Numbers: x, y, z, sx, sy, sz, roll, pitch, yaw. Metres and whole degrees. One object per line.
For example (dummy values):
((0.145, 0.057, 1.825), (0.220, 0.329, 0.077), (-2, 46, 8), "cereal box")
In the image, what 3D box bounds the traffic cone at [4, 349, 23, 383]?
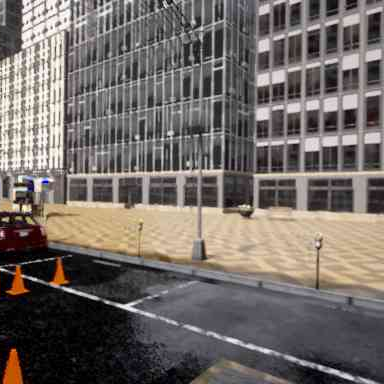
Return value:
((-1.887, 1.957, 3.510), (0.340, 0.580, 0.340), (0, 0, 37), "traffic cone")

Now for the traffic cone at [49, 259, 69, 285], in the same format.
((-3.316, 1.966, 8.302), (0.340, 0.580, 0.340), (0, 0, 37), "traffic cone")

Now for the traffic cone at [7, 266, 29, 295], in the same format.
((-3.911, 1.956, 7.499), (0.340, 0.580, 0.340), (0, 0, 37), "traffic cone")

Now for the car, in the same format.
((-7.225, 1.432, 12.398), (4.097, 1.590, 1.967), (0, 0, 37), "car")
